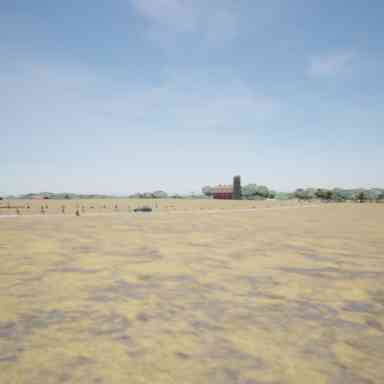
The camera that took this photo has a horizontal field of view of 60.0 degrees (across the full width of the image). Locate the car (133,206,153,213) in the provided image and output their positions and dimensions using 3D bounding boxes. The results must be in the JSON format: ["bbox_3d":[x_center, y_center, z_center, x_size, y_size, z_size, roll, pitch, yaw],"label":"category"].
[{"bbox_3d":[-9.868,3.462,67.003,1.994,1.385,4.181,-1,-3,35],"label":"car"}]
